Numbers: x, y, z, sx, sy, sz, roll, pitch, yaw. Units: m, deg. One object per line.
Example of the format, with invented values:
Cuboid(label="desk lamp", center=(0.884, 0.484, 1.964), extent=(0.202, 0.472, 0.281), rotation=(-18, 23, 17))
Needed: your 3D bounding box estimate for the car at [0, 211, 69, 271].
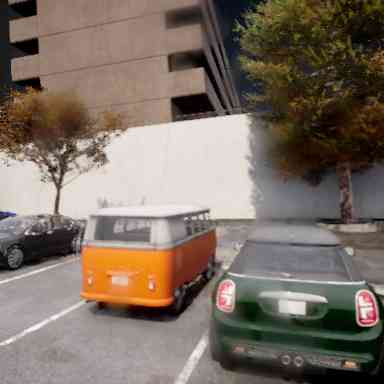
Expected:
Cuboid(label="car", center=(-5.494, 1.511, 11.238), extent=(2.231, 1.521, 4.892), rotation=(1, -1, 16))

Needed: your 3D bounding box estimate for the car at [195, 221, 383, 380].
Cuboid(label="car", center=(1.757, 1.375, 5.869), extent=(2.185, 1.767, 4.553), rotation=(0, -1, 16))

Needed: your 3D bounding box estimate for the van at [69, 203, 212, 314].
Cuboid(label="van", center=(-0.621, 1.280, 7.795), extent=(1.878, 1.987, 4.442), rotation=(0, -1, 16))
